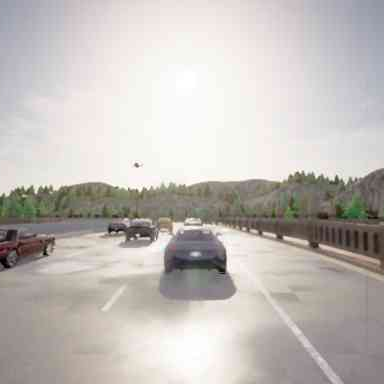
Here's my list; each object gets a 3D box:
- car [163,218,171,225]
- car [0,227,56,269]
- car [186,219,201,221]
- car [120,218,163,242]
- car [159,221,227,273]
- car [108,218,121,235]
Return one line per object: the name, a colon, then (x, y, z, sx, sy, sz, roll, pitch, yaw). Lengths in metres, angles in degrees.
car: (-3.389, 3.994, 41.420, 1.882, 1.535, 5.008, 0, -4, 0)
car: (-6.897, 1.976, 12.491, 1.895, 1.301, 4.718, 0, -3, 0)
car: (0.109, 3.261, 31.547, 2.128, 1.511, 4.902, 0, -4, 0)
car: (-3.395, 2.648, 23.274, 1.837, 1.490, 4.892, 0, -4, 0)
car: (0.102, 1.897, 11.736, 1.994, 1.385, 4.181, 0, -3, 0)
car: (-6.893, 3.344, 32.646, 2.128, 1.511, 4.902, 0, -4, 0)
